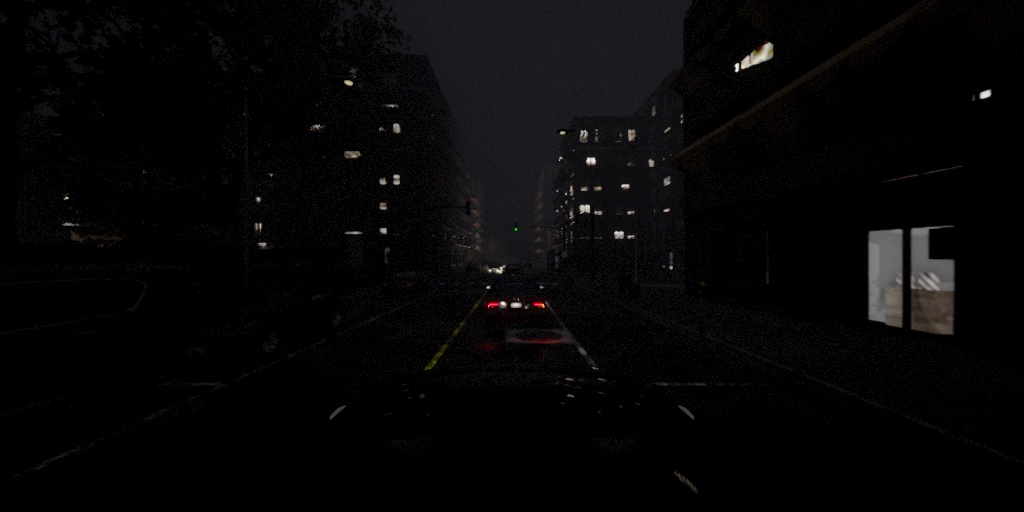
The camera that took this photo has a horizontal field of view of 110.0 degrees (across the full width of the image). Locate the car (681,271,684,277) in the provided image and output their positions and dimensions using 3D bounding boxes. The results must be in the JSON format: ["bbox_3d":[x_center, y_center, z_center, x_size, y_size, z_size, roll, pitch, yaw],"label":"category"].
[{"bbox_3d":[21.388,1.772,40.538,4.097,1.591,1.967,0,0,-1],"label":"car"}]

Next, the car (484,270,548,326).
[{"bbox_3d":[0.101,1.349,11.924,2.033,1.411,5.357,0,0,0],"label":"car"}]

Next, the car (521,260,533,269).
[{"bbox_3d":[2.704,1.618,63.379,2.007,1.370,4.403,0,0,0],"label":"car"}]

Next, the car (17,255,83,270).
[{"bbox_3d":[-47.738,0.664,37.111,4.181,1.385,1.994,1,0,0],"label":"car"}]

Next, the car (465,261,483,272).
[{"bbox_3d":[-5.679,1.448,52.109,1.967,1.591,4.097,0,0,0],"label":"car"}]

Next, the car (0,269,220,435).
[{"bbox_3d":[-5.689,1.071,3.094,2.192,1.841,5.009,0,0,0],"label":"car"}]

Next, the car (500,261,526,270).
[{"bbox_3d":[0.105,1.434,32.831,1.812,1.442,4.674,0,0,0],"label":"car"}]

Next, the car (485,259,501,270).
[{"bbox_3d":[-3.042,1.605,61.476,2.033,1.411,5.357,0,0,1],"label":"car"}]

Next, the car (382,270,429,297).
[{"bbox_3d":[-5.686,1.423,19.699,1.802,1.307,4.207,0,0,0],"label":"car"}]

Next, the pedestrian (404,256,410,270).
[{"bbox_3d":[-12.704,0.865,43.110,0.375,1.860,0.375,0,-1,-1],"label":"pedestrian"}]

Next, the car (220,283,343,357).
[{"bbox_3d":[-5.688,1.350,8.629,1.948,1.339,4.313,0,0,0],"label":"car"}]
